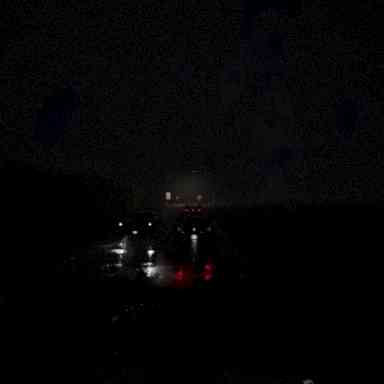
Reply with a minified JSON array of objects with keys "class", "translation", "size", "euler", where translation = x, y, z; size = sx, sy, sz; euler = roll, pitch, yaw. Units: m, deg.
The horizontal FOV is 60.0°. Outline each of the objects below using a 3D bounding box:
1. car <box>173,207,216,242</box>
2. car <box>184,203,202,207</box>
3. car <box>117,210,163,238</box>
[{"class":"car","translation":[0.100,1.659,16.634],"size":[1.895,1.301,4.718],"euler":[0,0,0]},{"class":"car","translation":[0.101,1.803,34.280],"size":[1.895,1.301,4.718],"euler":[0,0,0]},{"class":"car","translation":[-2.764,1.672,18.430],"size":[1.895,1.301,4.718],"euler":[0,0,0]}]
